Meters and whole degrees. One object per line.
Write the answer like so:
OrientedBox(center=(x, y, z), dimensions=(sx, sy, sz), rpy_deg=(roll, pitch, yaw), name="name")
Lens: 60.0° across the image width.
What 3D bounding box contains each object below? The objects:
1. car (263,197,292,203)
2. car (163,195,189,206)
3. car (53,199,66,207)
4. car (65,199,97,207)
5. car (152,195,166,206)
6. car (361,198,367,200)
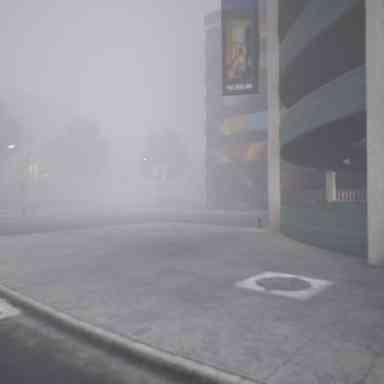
OrientedBox(center=(10.205, 1.473, 41.056), dimensions=(2.002, 1.452, 4.674), rpy_deg=(-1, 0, 41), name="car")
OrientedBox(center=(-2.536, 1.870, 62.109), dimensions=(1.837, 1.490, 4.892), rpy_deg=(-1, 0, 41), name="car")
OrientedBox(center=(-23.107, 2.017, 61.416), dimensions=(1.837, 1.490, 4.892), rpy_deg=(-1, 0, 42), name="car")
OrientedBox(center=(-19.713, 2.081, 60.019), dimensions=(1.895, 1.301, 4.718), rpy_deg=(-1, 0, 42), name="car")
OrientedBox(center=(-5.153, 1.620, 64.437), dimensions=(2.150, 2.045, 5.566), rpy_deg=(-1, 0, 41), name="car")
OrientedBox(center=(23.589, 1.539, 45.017), dimensions=(1.895, 1.301, 4.718), rpy_deg=(-1, 0, 41), name="car")
